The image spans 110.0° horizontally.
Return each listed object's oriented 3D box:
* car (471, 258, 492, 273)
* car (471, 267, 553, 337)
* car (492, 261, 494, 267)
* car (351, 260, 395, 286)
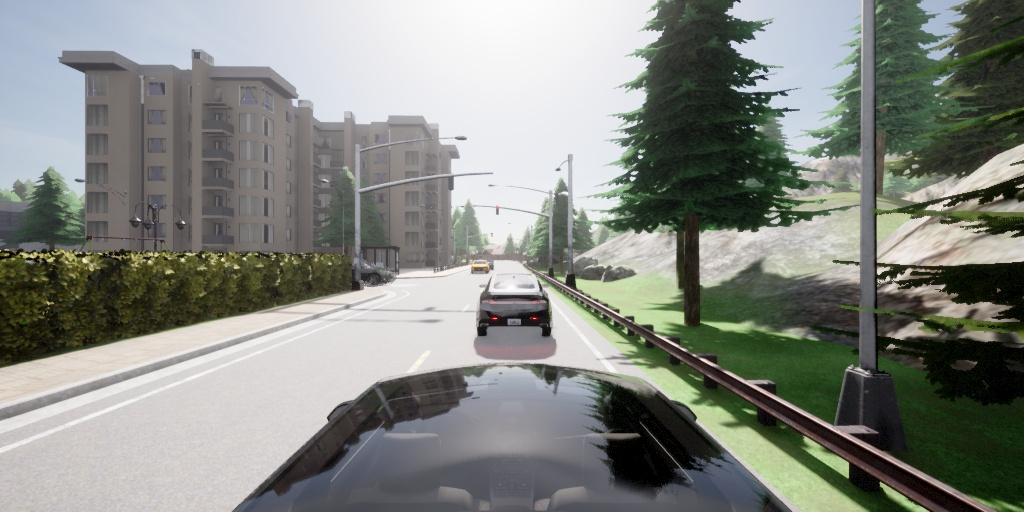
[{"bbox_3d":[-3.693,1.227,42.321,1.882,1.535,5.008,0,0,0],"label":"car"},{"bbox_3d":[0.058,1.242,10.331,2.128,1.511,4.902,0,0,0],"label":"car"},{"bbox_3d":[-3.707,1.102,51.932,2.097,1.767,4.553,0,0,0],"label":"car"},{"bbox_3d":[-10.402,1.087,24.354,4.553,1.767,2.097,0,0,0],"label":"car"}]
